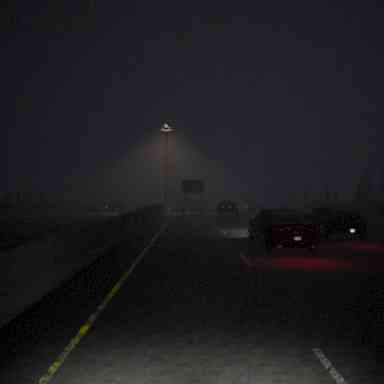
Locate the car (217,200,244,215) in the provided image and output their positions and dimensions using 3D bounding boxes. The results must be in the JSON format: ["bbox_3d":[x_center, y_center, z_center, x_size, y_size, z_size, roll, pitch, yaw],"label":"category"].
[{"bbox_3d":[3.605,1.553,34.033,2.033,1.411,5.357,0,-2,0],"label":"car"}]

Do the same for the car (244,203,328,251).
[{"bbox_3d":[3.602,1.421,13.813,1.882,1.535,5.008,0,0,0],"label":"car"}]

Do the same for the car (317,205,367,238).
[{"bbox_3d":[7.103,1.435,17.146,1.837,1.490,4.892,0,0,0],"label":"car"}]

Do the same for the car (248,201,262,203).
[{"bbox_3d":[7.106,1.757,38.158,1.895,1.301,4.718,0,-3,0],"label":"car"}]

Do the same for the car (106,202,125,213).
[{"bbox_3d":[-10.579,2.148,46.349,1.837,1.490,4.892,0,-4,0],"label":"car"}]

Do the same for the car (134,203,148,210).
[{"bbox_3d":[-7.073,2.331,47.900,1.994,1.385,4.181,0,-5,0],"label":"car"}]

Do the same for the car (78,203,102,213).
[{"bbox_3d":[-14.082,2.192,46.348,2.033,1.411,5.357,0,-4,0],"label":"car"}]

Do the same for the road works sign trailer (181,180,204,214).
[{"bbox_3d":[0.101,0.507,35.264,2.380,3.560,2.880,0,-2,3],"label":"road works sign trailer"}]
